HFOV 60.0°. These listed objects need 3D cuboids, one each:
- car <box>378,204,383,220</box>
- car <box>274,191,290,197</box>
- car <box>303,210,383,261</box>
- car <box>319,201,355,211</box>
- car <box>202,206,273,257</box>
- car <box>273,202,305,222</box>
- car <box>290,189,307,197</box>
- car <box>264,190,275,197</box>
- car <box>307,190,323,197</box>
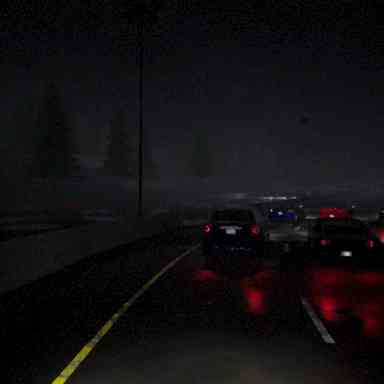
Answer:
[{"bbox_3d":[13.276,1.385,21.669,2.128,1.511,4.902,0,0,32],"label":"car"},{"bbox_3d":[21.629,0.381,77.143,2.033,1.411,5.357,0,2,35],"label":"car"},{"bbox_3d":[5.241,1.553,12.086,1.895,1.301,4.718,0,0,16],"label":"car"},{"bbox_3d":[10.302,1.379,23.513,1.882,1.535,5.008,0,0,32],"label":"car"},{"bbox_3d":[1.858,1.312,12.987,2.097,1.767,4.553,0,0,16],"label":"car"},{"bbox_3d":[7.328,1.477,25.360,1.994,1.385,4.181,0,0,32],"label":"car"},{"bbox_3d":[24.526,0.190,75.181,2.097,1.767,4.553,0,2,35],"label":"car"},{"bbox_3d":[18.744,0.346,79.126,1.837,1.490,4.892,0,2,35],"label":"car"},{"bbox_3d":[27.396,0.330,73.176,1.837,1.490,4.892,0,2,35],"label":"car"}]
